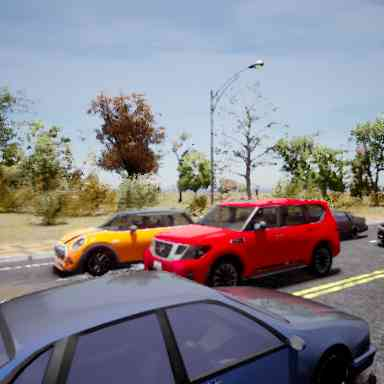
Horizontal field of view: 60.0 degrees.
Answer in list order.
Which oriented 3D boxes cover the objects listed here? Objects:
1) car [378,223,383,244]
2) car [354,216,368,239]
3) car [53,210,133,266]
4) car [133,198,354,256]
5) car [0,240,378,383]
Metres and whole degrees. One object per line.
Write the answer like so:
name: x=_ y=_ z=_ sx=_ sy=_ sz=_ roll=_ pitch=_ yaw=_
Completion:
car: x=9.865 y=1.457 z=14.168 sx=4.902 sy=1.511 sz=2.128 roll=0 pitch=0 yaw=-33
car: x=6.066 y=1.514 z=15.585 sx=5.357 sy=1.411 sz=2.033 roll=0 pitch=0 yaw=-33
car: x=-1.807 y=1.336 z=10.321 sx=4.553 sy=1.767 sz=2.097 roll=0 pitch=0 yaw=-33
car: x=1.553 y=1.205 z=8.646 sx=5.566 sy=2.045 sz=2.150 roll=0 pitch=0 yaw=-34
car: x=-0.445 y=1.542 z=3.110 sx=5.357 sy=1.411 sz=2.033 roll=0 pitch=0 yaw=-35
